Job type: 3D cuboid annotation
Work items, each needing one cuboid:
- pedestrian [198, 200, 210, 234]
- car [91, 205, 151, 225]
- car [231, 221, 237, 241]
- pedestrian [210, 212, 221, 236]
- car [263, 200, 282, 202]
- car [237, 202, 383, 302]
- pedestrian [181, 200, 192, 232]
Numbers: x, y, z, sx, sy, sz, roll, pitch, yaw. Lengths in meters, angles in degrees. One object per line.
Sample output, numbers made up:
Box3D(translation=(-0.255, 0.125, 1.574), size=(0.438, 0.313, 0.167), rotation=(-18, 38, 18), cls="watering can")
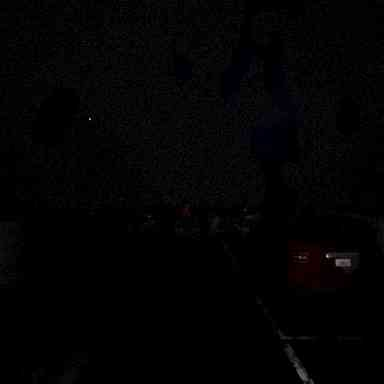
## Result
Box3D(translation=(0.639, 1.293, 17.763), size=(0.375, 1.860, 0.375), rotation=(0, 0, 0), cls="pedestrian")
Box3D(translation=(-5.088, 1.596, 23.913), size=(4.181, 1.385, 1.994), rotation=(-1, 0, 0), cls="car")
Box3D(translation=(2.633, 1.525, 13.902), size=(1.752, 1.417, 4.829), rotation=(0, 0, 0), cls="car")
Box3D(translation=(1.231, 1.573, 17.101), size=(0.375, 1.300, 0.375), rotation=(0, 0, 0), cls="pedestrian")
Box3D(translation=(6.247, 1.390, 26.801), size=(5.008, 1.535, 1.882), rotation=(-1, 0, 0), cls="car")
Box3D(translation=(2.634, 1.315, 8.186), size=(2.192, 1.841, 5.009), rotation=(0, 0, 0), cls="car")
Box3D(translation=(-0.308, 1.293, 18.363), size=(0.375, 1.860, 0.375), rotation=(0, 0, 0), cls="pedestrian")
